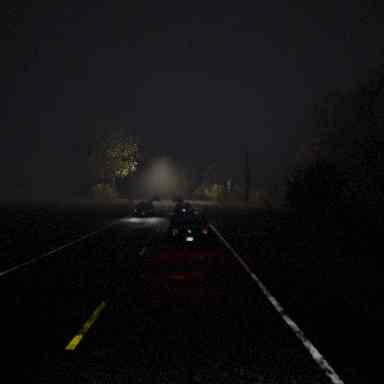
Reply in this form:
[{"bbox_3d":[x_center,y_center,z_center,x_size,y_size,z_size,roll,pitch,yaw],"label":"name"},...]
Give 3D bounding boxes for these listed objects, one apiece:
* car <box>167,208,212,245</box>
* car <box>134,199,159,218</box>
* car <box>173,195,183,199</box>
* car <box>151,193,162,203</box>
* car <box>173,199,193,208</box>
[{"bbox_3d":[-0.148,1.674,16.032,1.895,1.301,4.718,0,0,-1],"label":"car"},{"bbox_3d":[-4.486,1.656,32.140,1.812,1.442,4.674,0,0,-3],"label":"car"},{"bbox_3d":[-3.030,1.538,72.540,2.097,1.767,4.553,0,0,-7],"label":"car"},{"bbox_3d":[-7.886,1.343,73.353,2.150,2.045,5.566,0,0,-7],"label":"car"},{"bbox_3d":[-0.850,1.693,33.286,1.994,1.385,4.181,0,0,-3],"label":"car"}]
